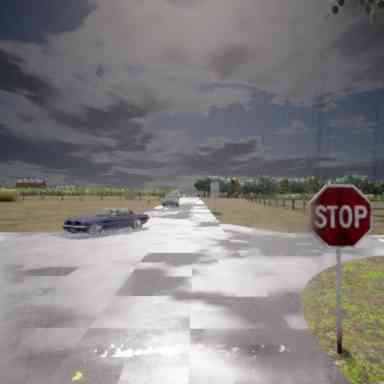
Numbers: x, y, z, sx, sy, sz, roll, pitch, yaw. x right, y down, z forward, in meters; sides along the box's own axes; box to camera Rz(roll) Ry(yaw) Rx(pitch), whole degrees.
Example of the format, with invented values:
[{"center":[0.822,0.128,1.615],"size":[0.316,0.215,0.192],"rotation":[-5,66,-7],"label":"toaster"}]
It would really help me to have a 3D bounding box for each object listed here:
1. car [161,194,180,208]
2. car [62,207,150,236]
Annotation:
[{"center":[-2.711,1.022,42.719],"size":[2.097,1.767,4.553],"rotation":[0,0,0],"label":"car"},{"center":[-4.614,1.549,18.351],"size":[1.895,1.301,4.718],"rotation":[-1,1,36],"label":"car"}]
